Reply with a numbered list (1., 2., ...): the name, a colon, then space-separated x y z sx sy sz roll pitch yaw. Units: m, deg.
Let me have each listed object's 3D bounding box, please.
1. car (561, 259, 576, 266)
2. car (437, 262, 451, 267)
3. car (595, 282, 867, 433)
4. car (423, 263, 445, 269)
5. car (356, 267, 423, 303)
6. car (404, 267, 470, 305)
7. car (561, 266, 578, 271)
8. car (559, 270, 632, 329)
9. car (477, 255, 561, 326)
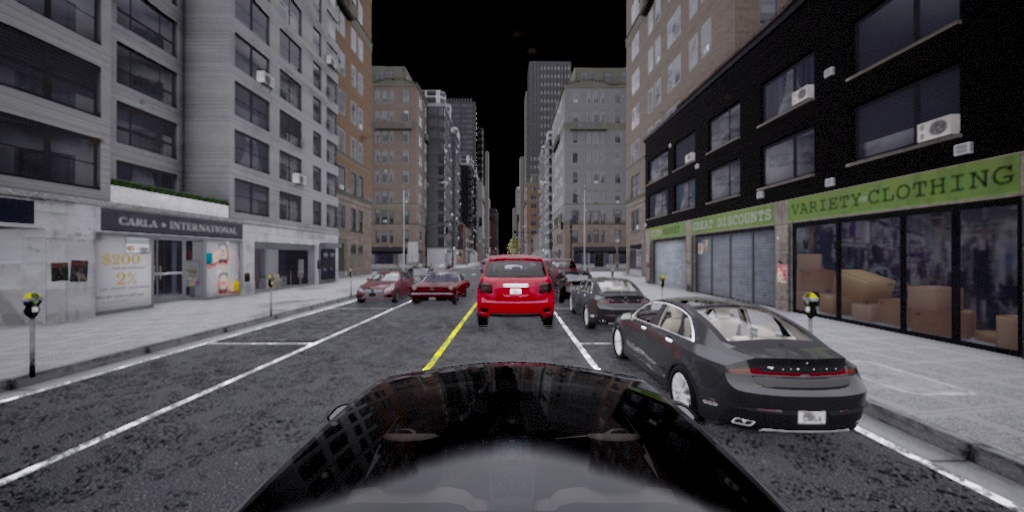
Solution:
1. car: 2.860 1.087 22.164 2.192 1.841 5.009 0 0 0
2. car: -5.664 1.218 27.685 1.967 1.591 4.097 0 0 0
3. car: 2.856 1.304 5.593 2.007 1.370 4.403 0 0 0
4. car: -5.666 1.338 22.160 1.948 1.339 4.313 0 0 0
5. car: -5.667 1.348 16.635 1.802 1.307 4.207 0 0 0
6. car: -3.093 1.366 16.144 1.895 1.301 4.718 0 0 0
7. car: 2.859 1.332 16.640 1.948 1.339 4.313 0 0 0
8. car: 2.857 1.310 11.117 2.007 1.370 4.403 0 0 0
9. car: 0.100 0.985 11.840 2.150 2.045 5.566 0 0 0
